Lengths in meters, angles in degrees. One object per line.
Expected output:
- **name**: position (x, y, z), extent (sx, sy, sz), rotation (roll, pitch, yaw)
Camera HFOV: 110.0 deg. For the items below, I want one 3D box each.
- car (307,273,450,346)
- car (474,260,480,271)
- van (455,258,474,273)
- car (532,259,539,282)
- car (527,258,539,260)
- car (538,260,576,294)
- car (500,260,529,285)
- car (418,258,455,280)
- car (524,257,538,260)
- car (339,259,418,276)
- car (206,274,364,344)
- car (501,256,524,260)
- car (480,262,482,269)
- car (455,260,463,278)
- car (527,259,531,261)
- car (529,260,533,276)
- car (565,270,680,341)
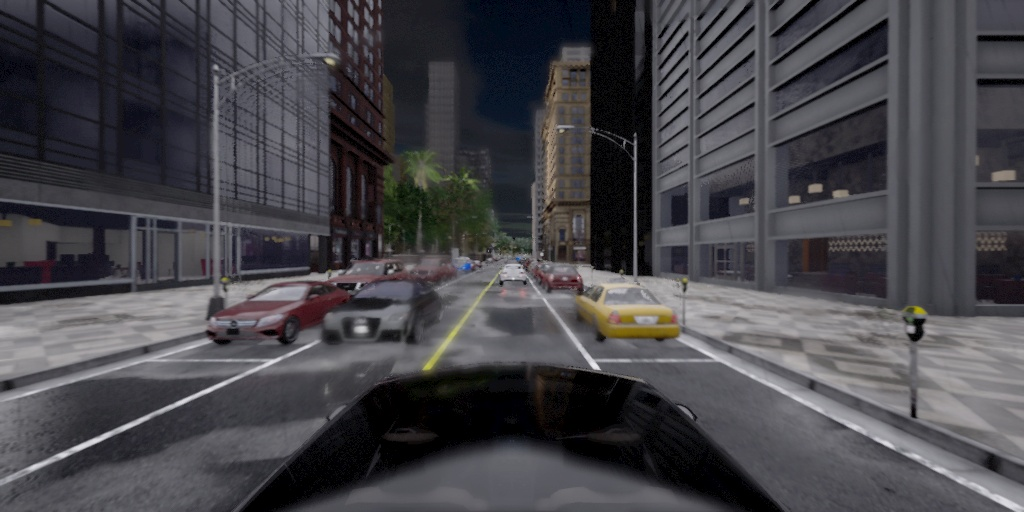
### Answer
- **car**: position (-3.061, 1.314, 9.297), extent (1.994, 1.385, 4.181), rotation (0, 0, 0)
- **car**: position (-5.787, 1.201, 47.488), extent (1.967, 1.591, 4.097), rotation (0, 0, 0)
- **van**: position (-5.784, 1.100, 42.062), extent (1.690, 1.789, 3.998), rotation (0, 0, 0)
- **car**: position (2.749, 1.192, 25.776), extent (1.967, 1.591, 4.097), rotation (0, 0, 0)
- **car**: position (2.741, 1.285, 42.221), extent (1.751, 1.417, 4.829), rotation (0, 0, 0)
- **car**: position (2.751, 1.191, 20.351), extent (1.967, 1.591, 4.097), rotation (0, 0, 0)
- **car**: position (0.086, 1.278, 26.237), extent (1.812, 1.442, 4.674), rotation (0, 0, 0)
- **car**: position (-5.776, 1.067, 25.784), extent (2.192, 1.841, 5.009), rotation (0, 0, 0)
- **car**: position (2.738, 1.076, 47.477), extent (2.192, 1.841, 5.009), rotation (0, 0, 0)
- **car**: position (-5.771, 1.064, 14.932), extent (2.192, 1.841, 5.009), rotation (0, 0, 0)
- **car**: position (-5.768, 1.331, 9.507), extent (1.802, 1.307, 4.207), rotation (0, 0, 0)
- **car**: position (0.077, 1.113, 45.203), extent (2.097, 1.767, 4.553), rotation (0, 0, 0)
- **car**: position (-5.793, 1.345, 58.341), extent (1.802, 1.307, 4.207), rotation (0, 0, 0)
- **car**: position (-5.779, 1.299, 31.210), extent (1.888, 1.381, 4.507), rotation (0, 0, 0)
- **car**: position (2.744, 1.307, 36.626), extent (2.007, 1.370, 4.403), rotation (0, 0, 0)
- **car**: position (2.745, 1.300, 31.202), extent (1.888, 1.381, 4.507), rotation (0, 0, 0)
- **car**: position (2.757, 1.275, 9.672), extent (1.751, 1.417, 4.829), rotation (0, 0, 0)
